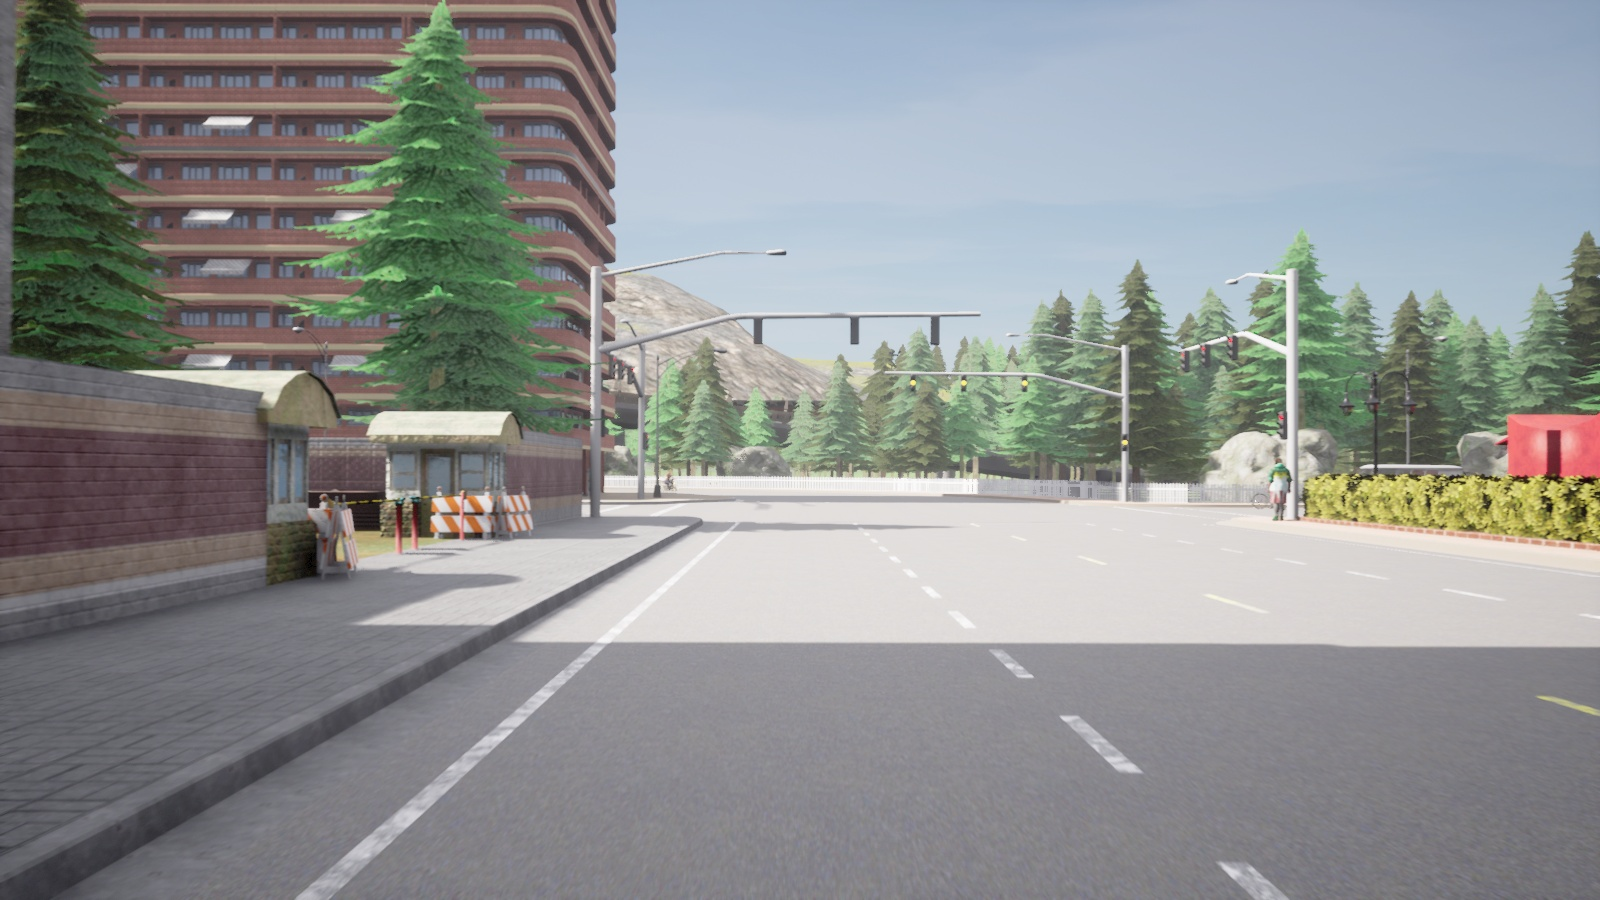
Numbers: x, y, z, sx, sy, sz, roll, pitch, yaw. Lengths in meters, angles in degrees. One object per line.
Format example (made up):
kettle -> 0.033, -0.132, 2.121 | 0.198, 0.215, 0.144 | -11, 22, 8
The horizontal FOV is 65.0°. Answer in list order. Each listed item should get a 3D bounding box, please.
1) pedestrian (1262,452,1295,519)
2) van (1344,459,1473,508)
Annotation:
pedestrian -> 14.116, 1.033, 37.080 | 0.659, 1.952, 0.873 | 0, -1, 2
van -> 25.229, 1.395, 52.156 | 4.442, 1.987, 1.775 | 0, -1, 0
